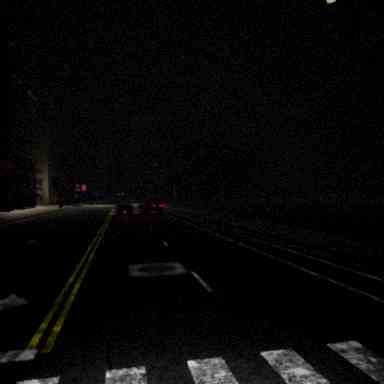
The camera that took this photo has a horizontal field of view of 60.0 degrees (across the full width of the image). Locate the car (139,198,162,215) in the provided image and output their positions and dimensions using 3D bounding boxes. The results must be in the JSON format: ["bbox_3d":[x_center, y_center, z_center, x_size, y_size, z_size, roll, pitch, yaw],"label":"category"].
[{"bbox_3d":[-4.927,1.702,40.686,2.150,2.045,5.566,-1,-1,-12],"label":"car"}]

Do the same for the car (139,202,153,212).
[{"bbox_3d":[-7.087,2.217,50.833,1.895,1.301,4.718,-1,-1,-12],"label":"car"}]

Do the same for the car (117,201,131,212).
[{"bbox_3d":[-10.261,2.159,50.126,1.837,1.490,4.892,-1,-1,-12],"label":"car"}]

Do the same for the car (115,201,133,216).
[{"bbox_3d":[-8.095,2.024,39.976,1.837,1.490,4.892,-1,-1,-12],"label":"car"}]
